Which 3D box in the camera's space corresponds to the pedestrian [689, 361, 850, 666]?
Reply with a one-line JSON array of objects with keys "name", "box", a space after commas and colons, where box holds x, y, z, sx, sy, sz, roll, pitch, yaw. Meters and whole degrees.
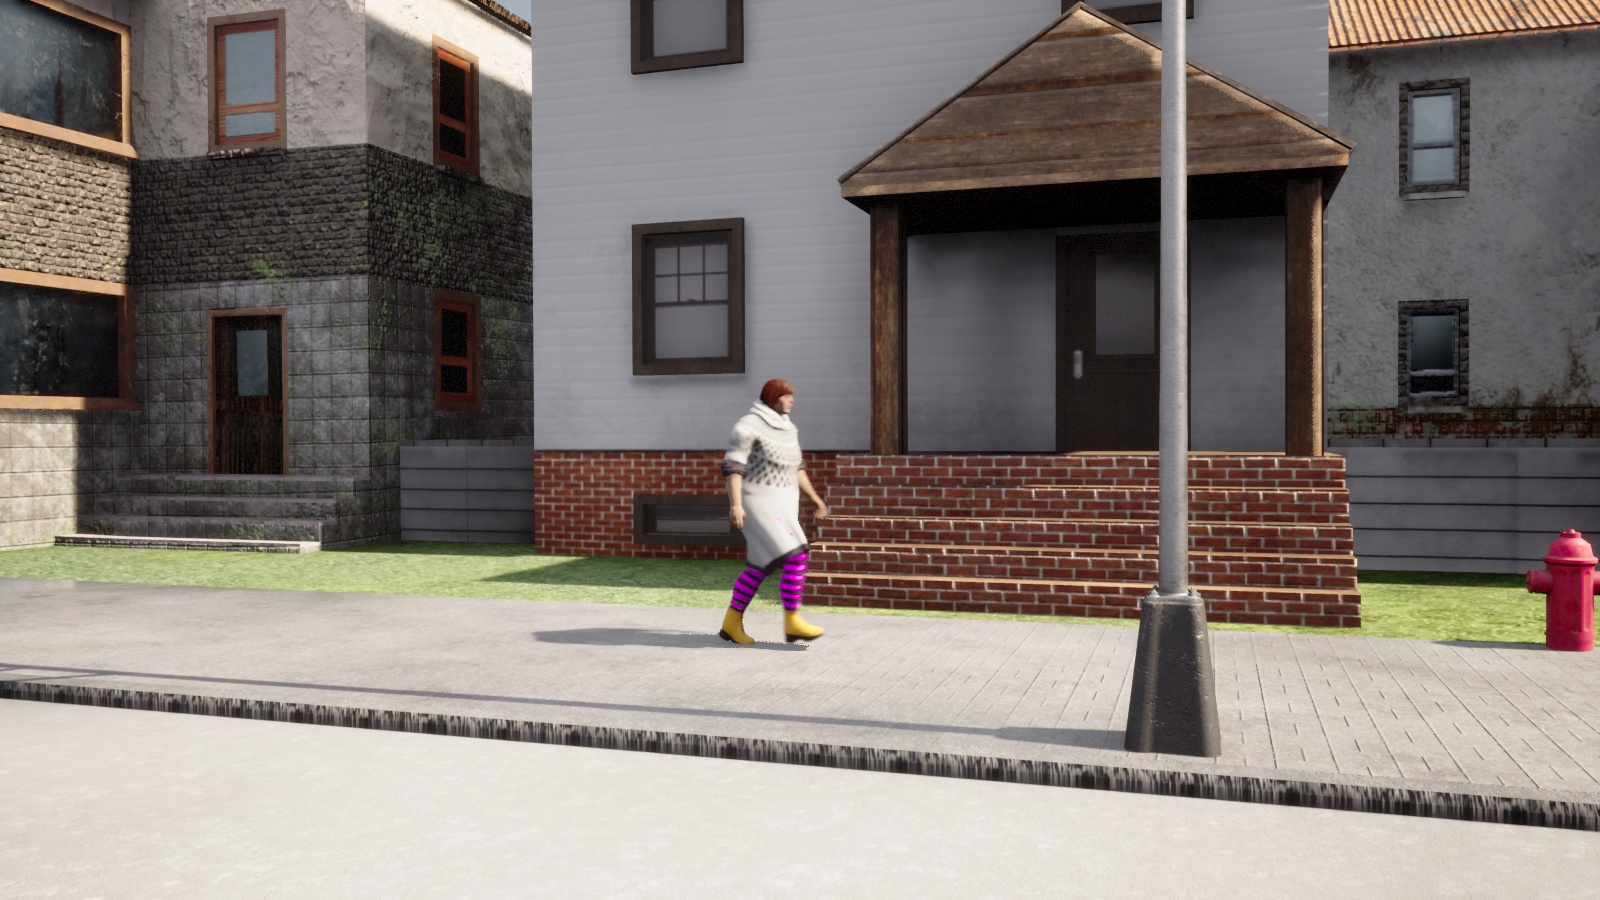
[{"name": "pedestrian", "box": [-0.201, 0.399, 8.527, 0.873, 1.952, 0.659, 1, 1, 27]}]
